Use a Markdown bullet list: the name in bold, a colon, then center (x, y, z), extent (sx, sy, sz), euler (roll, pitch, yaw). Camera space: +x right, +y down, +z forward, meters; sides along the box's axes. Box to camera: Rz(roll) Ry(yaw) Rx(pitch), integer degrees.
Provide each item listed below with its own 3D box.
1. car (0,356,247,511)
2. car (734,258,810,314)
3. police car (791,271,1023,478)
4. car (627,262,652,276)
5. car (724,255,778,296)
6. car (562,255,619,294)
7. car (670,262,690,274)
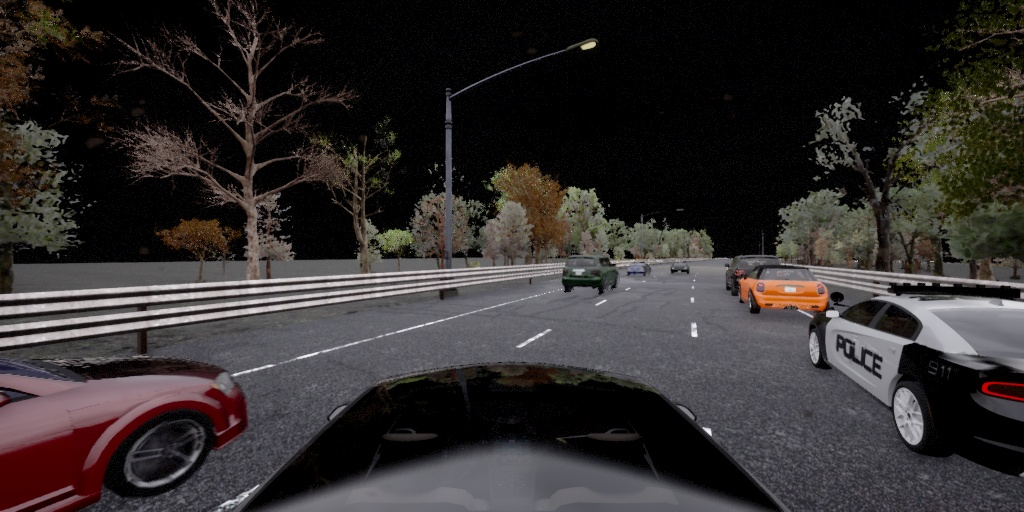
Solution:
- **car**: center (-4.329, 1.315, 2.319), extent (1.994, 1.385, 4.181), euler (0, 0, 25)
- **car**: center (9.888, 1.101, 13.415), extent (2.097, 1.767, 4.553), euler (0, 0, 27)
- **police car**: center (5.593, 1.174, 4.679), extent (1.930, 1.638, 5.238), euler (0, 0, 26)
- **car**: center (13.169, 1.308, 36.999), extent (2.033, 1.411, 5.357), euler (0, 0, 28)
- **car**: center (12.584, 0.977, 18.758), extent (2.150, 2.045, 5.566), euler (0, 0, 27)
- **car**: center (4.577, 0.974, 20.496), extent (2.150, 2.045, 5.566), euler (0, 0, 27)
- **car**: center (19.203, 1.367, 40.827), extent (1.895, 1.301, 4.718), euler (0, 0, 28)
